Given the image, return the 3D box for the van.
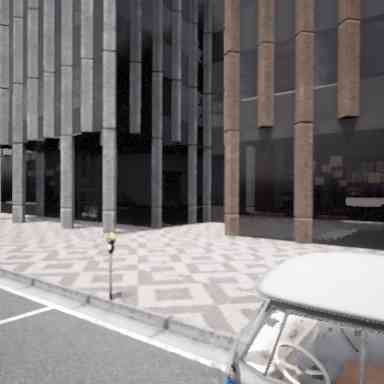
[{"bbox_3d":[1.992,1.350,1.542,3.998,1.788,1.690,1,0,36],"label":"van"}]
